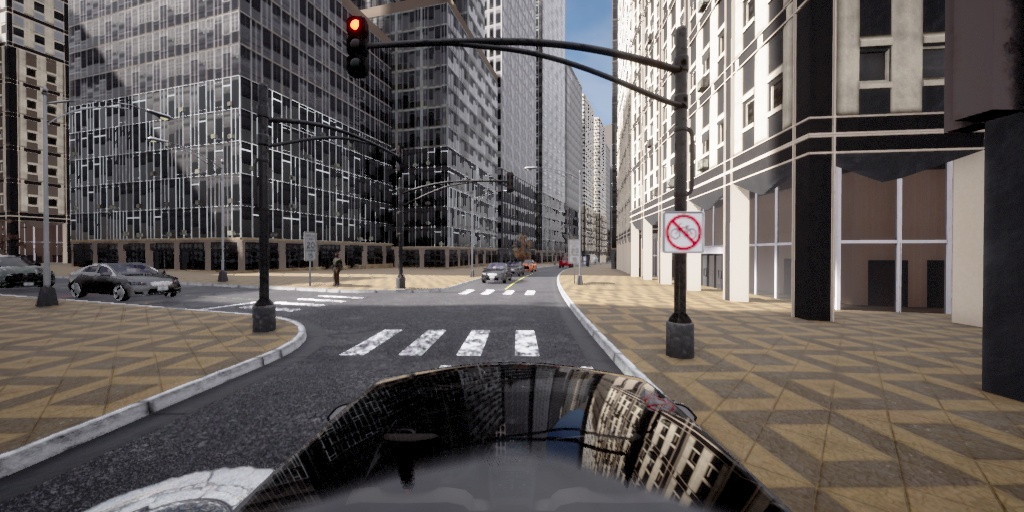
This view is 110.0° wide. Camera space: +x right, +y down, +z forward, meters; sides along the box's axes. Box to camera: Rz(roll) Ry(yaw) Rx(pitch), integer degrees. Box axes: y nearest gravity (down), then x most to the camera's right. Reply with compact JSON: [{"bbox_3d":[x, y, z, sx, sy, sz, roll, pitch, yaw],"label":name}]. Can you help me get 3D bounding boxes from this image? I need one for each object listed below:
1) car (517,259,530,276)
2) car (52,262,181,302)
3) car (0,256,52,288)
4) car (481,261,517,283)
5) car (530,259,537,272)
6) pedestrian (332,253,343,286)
[{"bbox_3d":[0.229,1.311,37.657,2.128,1.511,4.902,0,0,9],"label":"car"},{"bbox_3d":[-16.666,1.039,15.440,4.902,1.511,2.128,1,1,17],"label":"car"},{"bbox_3d":[-25.674,0.774,18.069,4.553,1.767,2.097,0,1,16],"label":"car"},{"bbox_3d":[-1.117,1.276,28.175,2.128,1.511,4.902,0,0,7],"label":"car"},{"bbox_3d":[2.008,1.220,47.435,2.097,1.767,4.553,0,0,12],"label":"car"},{"bbox_3d":[-9.523,0.716,19.442,0.375,1.860,0.375,0,0,16],"label":"pedestrian"}]
